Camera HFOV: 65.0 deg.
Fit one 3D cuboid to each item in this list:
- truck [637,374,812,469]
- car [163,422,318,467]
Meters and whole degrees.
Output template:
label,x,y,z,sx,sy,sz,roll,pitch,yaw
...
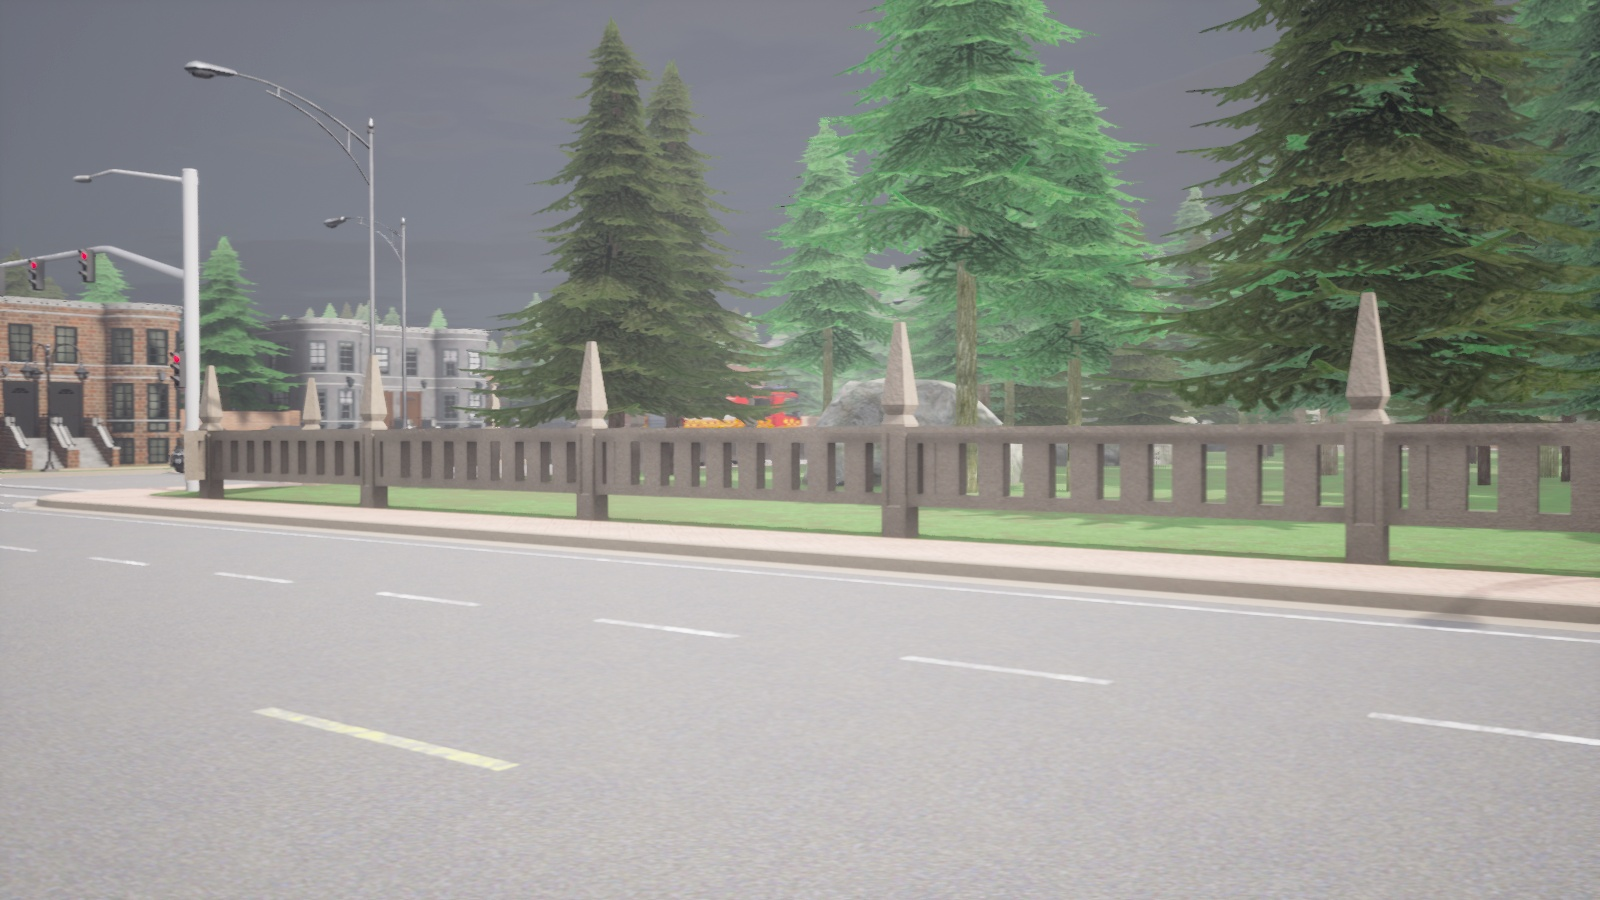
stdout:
label,x,y,z,sx,sy,sz,roll,pitch,yaw
truck,-3.150,-1.220,55.218,2.891,3.827,8.468,1,1,36
car,-21.395,-0.244,48.224,2.152,1.651,5.027,1,1,36
